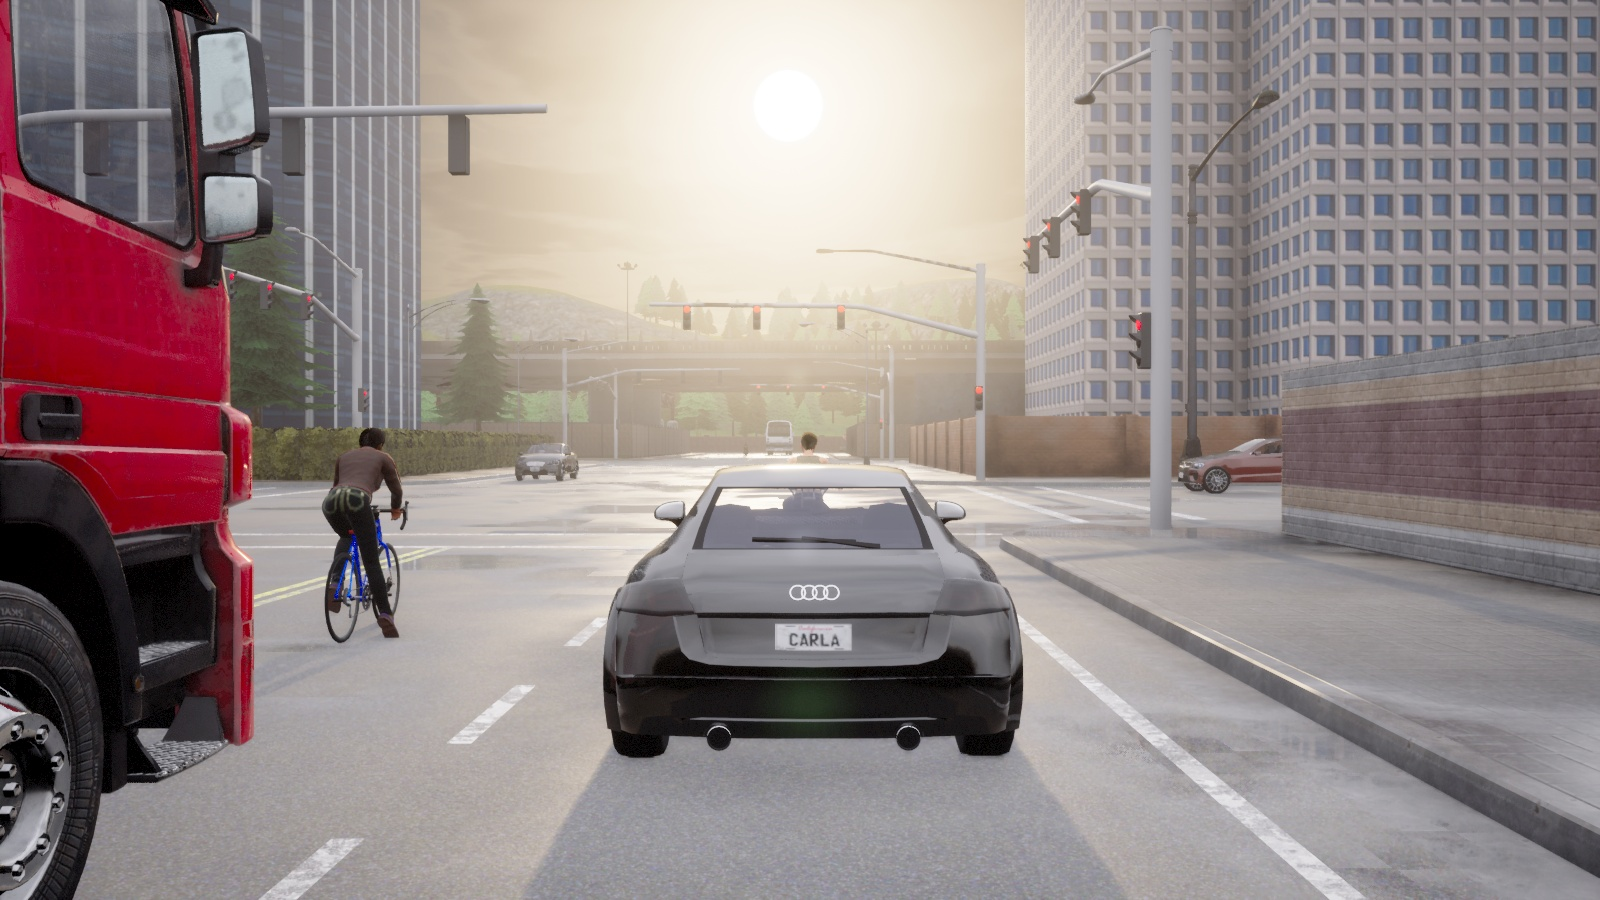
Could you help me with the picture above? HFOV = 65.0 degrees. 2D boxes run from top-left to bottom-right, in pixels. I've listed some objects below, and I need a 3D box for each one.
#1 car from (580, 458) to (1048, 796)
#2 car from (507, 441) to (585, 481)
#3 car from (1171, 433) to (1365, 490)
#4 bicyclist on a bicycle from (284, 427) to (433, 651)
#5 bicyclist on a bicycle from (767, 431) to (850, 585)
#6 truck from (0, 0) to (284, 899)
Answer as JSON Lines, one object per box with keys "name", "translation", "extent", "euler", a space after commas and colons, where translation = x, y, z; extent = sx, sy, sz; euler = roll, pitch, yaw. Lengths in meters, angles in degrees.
{"name": "car", "translation": [0.060, 0.768, 7.443], "extent": [1.994, 1.385, 4.181], "euler": [0, 0, 0]}
{"name": "car", "translation": [-10.185, 0.408, 50.752], "extent": [2.128, 1.511, 4.902], "euler": [0, 0, 0]}
{"name": "car", "translation": [13.928, 0.324, 37.603], "extent": [5.027, 1.651, 2.152], "euler": [0, 0, 1]}
{"name": "bicyclist on a bicycle", "translation": [-3.426, 0.641, 9.893], "extent": [0.582, 1.620, 1.656], "euler": [0, 0, 0]}
{"name": "bicyclist on a bicycle", "translation": [0.093, 0.604, 13.963], "extent": [0.866, 1.612, 1.509], "euler": [0, 0, 0]}
{"name": "truck", "translation": [-3.478, -0.243, 0.926], "extent": [2.891, 3.462, 7.936], "euler": [0, 0, 0]}
